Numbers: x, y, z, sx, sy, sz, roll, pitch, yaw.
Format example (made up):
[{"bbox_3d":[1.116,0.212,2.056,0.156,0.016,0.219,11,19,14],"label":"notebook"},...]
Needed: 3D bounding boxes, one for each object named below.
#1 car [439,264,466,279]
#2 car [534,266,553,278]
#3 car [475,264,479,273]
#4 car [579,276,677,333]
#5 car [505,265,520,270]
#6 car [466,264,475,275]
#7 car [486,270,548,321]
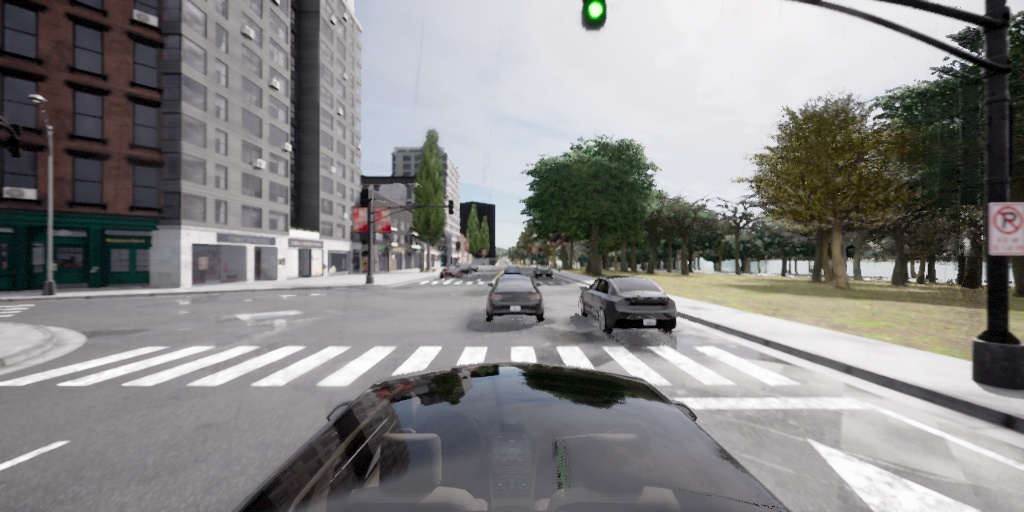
[{"bbox_3d":[-6.599,1.736,39.221,1.994,1.385,4.181,0,-1,0],"label":"car"},{"bbox_3d":[3.335,1.777,39.577,1.895,1.301,4.718,0,-1,0],"label":"car"},{"bbox_3d":[-6.524,1.958,58.877,2.033,1.411,5.357,0,-1,0],"label":"car"},{"bbox_3d":[3.345,1.364,11.132,1.837,1.490,4.892,0,0,0],"label":"car"},{"bbox_3d":[0.082,1.794,44.260,1.994,1.385,4.181,0,-1,0],"label":"car"},{"bbox_3d":[-6.542,1.757,48.343,1.882,1.535,5.008,0,-1,1],"label":"car"},{"bbox_3d":[0.096,1.402,12.891,1.812,1.442,4.674,0,0,0],"label":"car"}]
